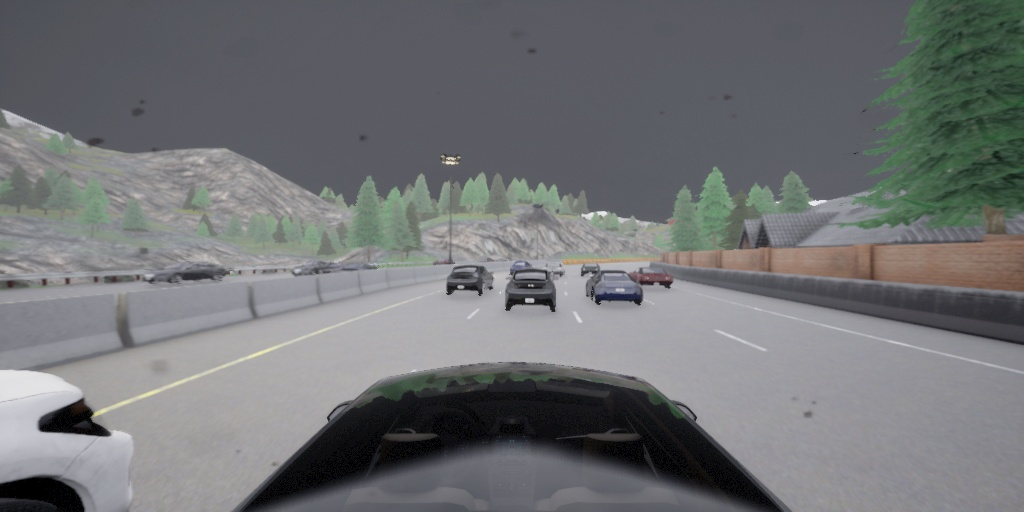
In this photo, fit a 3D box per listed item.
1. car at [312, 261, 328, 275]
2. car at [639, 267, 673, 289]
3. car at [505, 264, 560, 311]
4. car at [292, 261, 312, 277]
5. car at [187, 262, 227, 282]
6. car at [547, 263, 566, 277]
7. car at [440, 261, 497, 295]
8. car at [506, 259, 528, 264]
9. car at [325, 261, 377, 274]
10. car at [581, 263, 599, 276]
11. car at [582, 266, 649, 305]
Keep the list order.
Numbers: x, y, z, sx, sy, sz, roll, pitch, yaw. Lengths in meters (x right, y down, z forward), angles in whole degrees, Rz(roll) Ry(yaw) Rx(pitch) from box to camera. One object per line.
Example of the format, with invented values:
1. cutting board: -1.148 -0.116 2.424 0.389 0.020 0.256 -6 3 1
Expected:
1. car: -14.752 1.254 31.081 1.994 1.385 4.181 0 0 11
2. car: 8.952 1.359 23.522 1.895 1.301 4.718 0 0 9
3. car: 0.804 1.248 14.479 1.837 1.490 4.892 0 0 5
4. car: -17.935 1.171 33.095 2.128 1.511 4.902 0 0 11
5. car: -22.783 1.164 25.215 2.128 1.511 4.902 0 0 8
6. car: 4.286 1.335 35.913 1.895 1.301 4.718 0 0 13
7. car: -2.172 1.237 19.548 1.837 1.490 4.892 0 0 7
8. car: 1.041 1.253 37.238 1.812 1.442 4.674 0 0 13
9. car: -11.828 1.264 27.472 1.994 1.385 4.181 0 0 10
10. car: 8.183 1.348 37.062 1.895 1.301 4.718 0 0 14
11. car: 4.492 1.316 16.233 1.994 1.385 4.181 0 0 6
